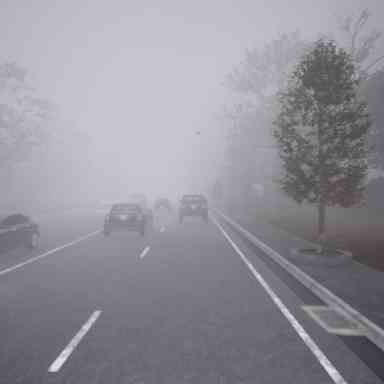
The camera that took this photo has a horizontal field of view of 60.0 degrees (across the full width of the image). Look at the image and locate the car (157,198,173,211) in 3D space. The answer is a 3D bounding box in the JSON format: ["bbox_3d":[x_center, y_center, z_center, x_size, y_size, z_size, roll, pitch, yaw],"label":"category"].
[{"bbox_3d":[-3.392,1.441,39.487,1.837,1.490,4.892,0,0,0],"label":"car"}]

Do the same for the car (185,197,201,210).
[{"bbox_3d":[0.108,1.408,43.089,1.882,1.535,5.008,0,0,0],"label":"car"}]

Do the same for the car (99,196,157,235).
[{"bbox_3d":[-3.396,1.322,18.539,2.097,1.767,4.553,0,0,0],"label":"car"}]

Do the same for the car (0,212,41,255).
[{"bbox_3d":[-6.998,1.486,11.521,1.837,1.490,4.892,0,0,0],"label":"car"}]

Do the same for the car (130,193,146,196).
[{"bbox_3d":[-7.067,1.154,43.271,2.150,2.045,5.566,0,0,0],"label":"car"}]

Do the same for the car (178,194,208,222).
[{"bbox_3d":[0.106,1.179,26.210,2.150,2.045,5.566,0,0,0],"label":"car"}]
